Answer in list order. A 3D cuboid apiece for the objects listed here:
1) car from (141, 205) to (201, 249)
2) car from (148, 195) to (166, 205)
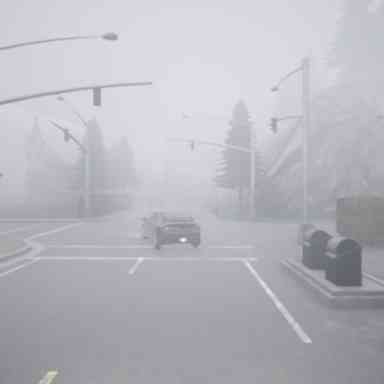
[{"bbox_3d":[-1.067,1.568,15.022,1.837,1.490,4.892,1,0,-18],"label":"car"},{"bbox_3d":[-5.736,1.442,54.006,2.150,2.045,5.566,0,0,-15],"label":"car"}]
